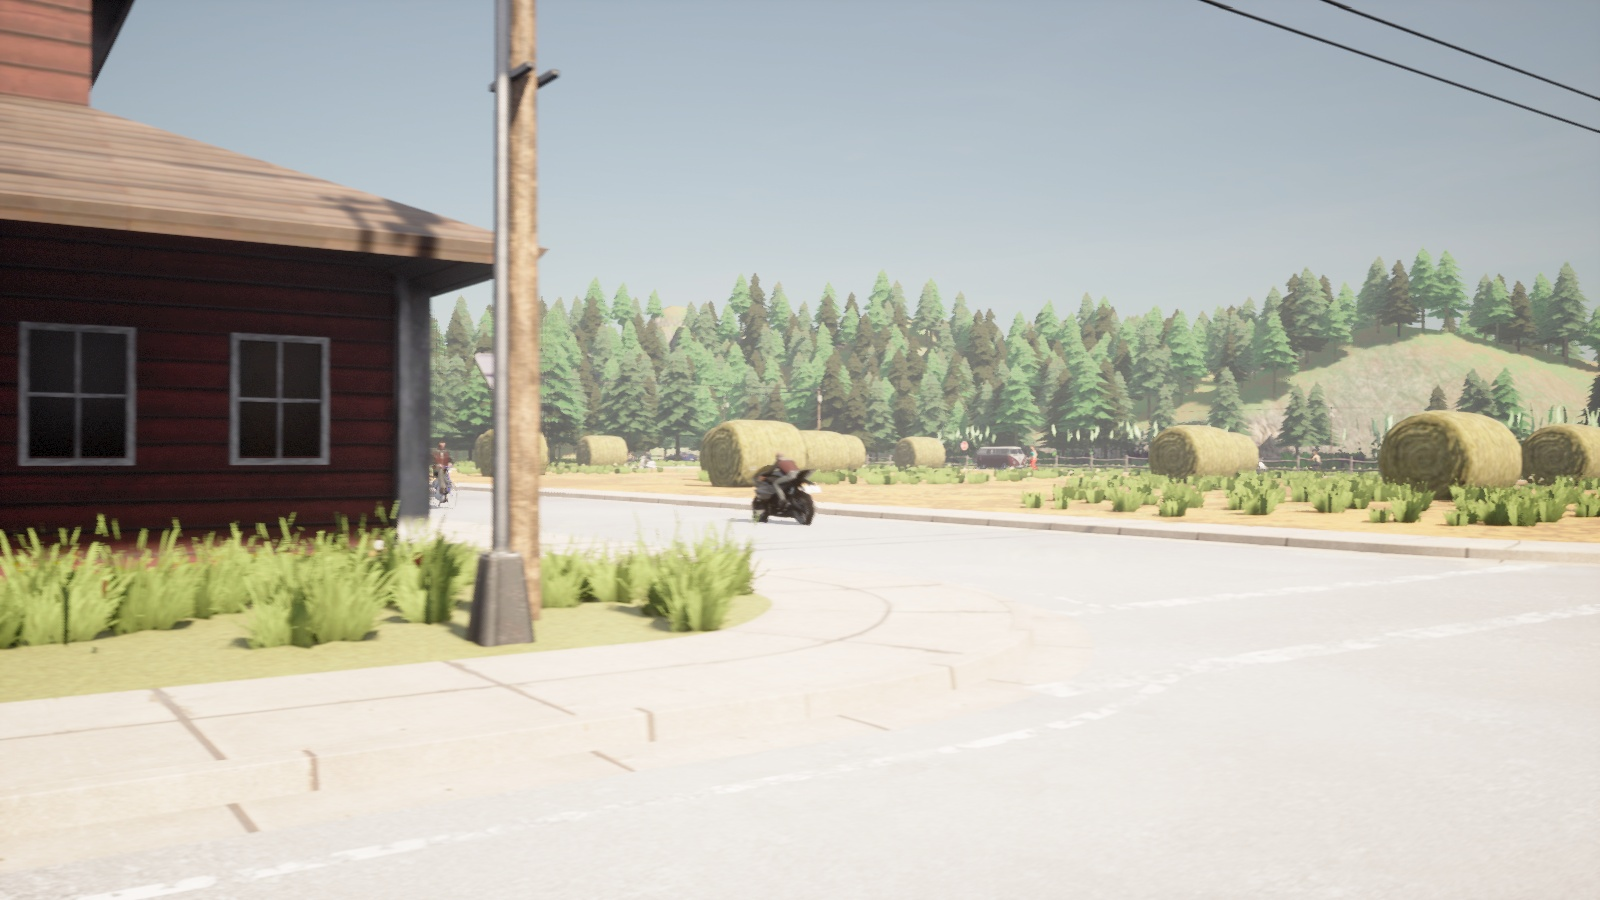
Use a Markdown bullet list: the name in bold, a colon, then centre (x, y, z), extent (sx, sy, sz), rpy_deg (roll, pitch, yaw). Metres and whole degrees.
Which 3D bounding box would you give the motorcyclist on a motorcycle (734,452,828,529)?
- **motorcyclist on a motorcycle**: centre (-0.416, 0.814, 26.126), extent (0.866, 1.530, 2.191), rpy_deg (0, 0, -36)

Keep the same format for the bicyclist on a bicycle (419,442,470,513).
- **bicyclist on a bicycle**: centre (-9.157, 0.684, 32.289), extent (0.659, 1.776, 1.843), rpy_deg (0, 0, -36)
